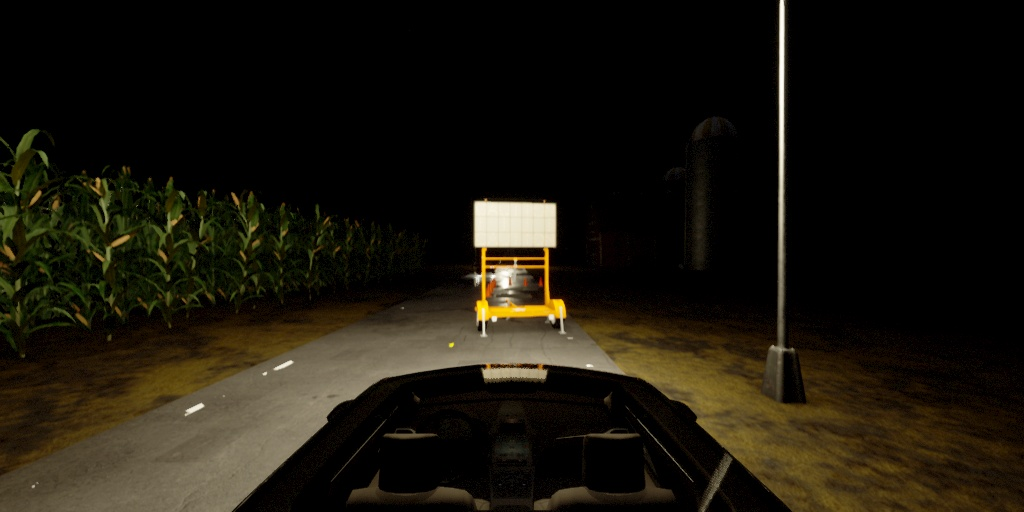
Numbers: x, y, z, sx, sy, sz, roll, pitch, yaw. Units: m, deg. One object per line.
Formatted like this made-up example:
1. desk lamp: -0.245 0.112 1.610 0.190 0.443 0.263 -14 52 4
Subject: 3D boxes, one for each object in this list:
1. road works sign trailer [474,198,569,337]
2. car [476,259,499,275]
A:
1. road works sign trailer: 0.076 0.180 10.318 2.380 3.560 2.880 0 0 -9
2. car: -2.780 1.179 39.167 1.882 1.535 5.008 0 0 0
